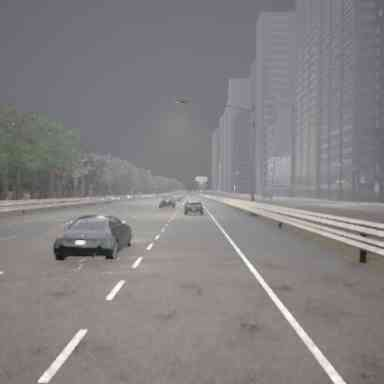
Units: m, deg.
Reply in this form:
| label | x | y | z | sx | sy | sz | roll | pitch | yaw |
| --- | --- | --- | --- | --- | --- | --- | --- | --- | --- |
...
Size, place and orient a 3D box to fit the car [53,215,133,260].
| label | x | y | z | sx | sy | sz | roll | pitch | yaw |
| --- | --- | --- | --- | --- | --- | --- | --- | --- | --- |
| car | -3.469 | 1.542 | 12.369 | 1.994 | 1.385 | 4.181 | 0 | 0 | 0 |

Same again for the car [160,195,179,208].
| label | x | y | z | sx | sy | sz | roll | pitch | yaw |
| --- | --- | --- | --- | --- | --- | --- | --- | --- | --- |
| car | -3.414 | 1.338 | 48.006 | 2.097 | 1.767 | 4.553 | 0 | 0 | 0 |

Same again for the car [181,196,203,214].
| label | x | y | z | sx | sy | sz | roll | pitch | yaw |
| --- | --- | --- | --- | --- | --- | --- | --- | --- | --- |
| car | 0.186 | 1.488 | 35.210 | 2.128 | 1.511 | 4.902 | 0 | 0 | 0 |

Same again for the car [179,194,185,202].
| label | x | y | z | sx | sy | sz | roll | pitch | yaw |
| --- | --- | --- | --- | --- | --- | --- | --- | --- | --- |
| car | -3.467 | 1.569 | 78.081 | 2.128 | 1.511 | 4.902 | 0 | 0 | 0 |
